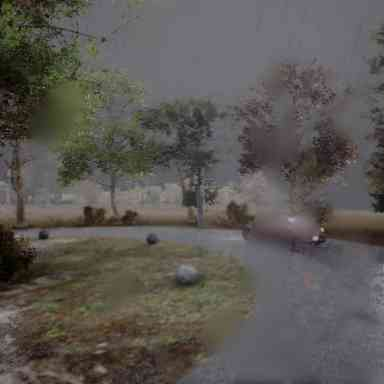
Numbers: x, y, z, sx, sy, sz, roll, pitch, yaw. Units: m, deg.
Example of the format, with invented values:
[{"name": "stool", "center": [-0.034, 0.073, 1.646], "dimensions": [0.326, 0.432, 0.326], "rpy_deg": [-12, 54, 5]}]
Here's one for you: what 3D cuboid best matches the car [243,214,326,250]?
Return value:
[{"name": "car", "center": [4.209, 1.771, 15.781], "dimensions": [1.812, 1.442, 4.674], "rpy_deg": [0, -1, -22]}]
